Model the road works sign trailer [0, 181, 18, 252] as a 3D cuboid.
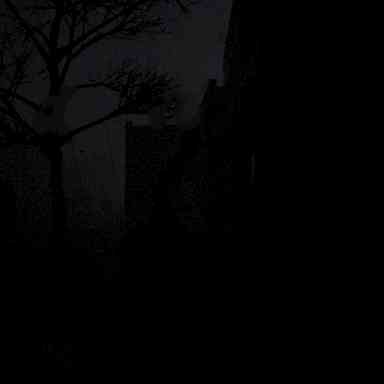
[{"bbox_3d":[-7.729,0.942,10.845,3.560,2.380,2.880,-4,2,-9],"label":"road works sign trailer"}]
